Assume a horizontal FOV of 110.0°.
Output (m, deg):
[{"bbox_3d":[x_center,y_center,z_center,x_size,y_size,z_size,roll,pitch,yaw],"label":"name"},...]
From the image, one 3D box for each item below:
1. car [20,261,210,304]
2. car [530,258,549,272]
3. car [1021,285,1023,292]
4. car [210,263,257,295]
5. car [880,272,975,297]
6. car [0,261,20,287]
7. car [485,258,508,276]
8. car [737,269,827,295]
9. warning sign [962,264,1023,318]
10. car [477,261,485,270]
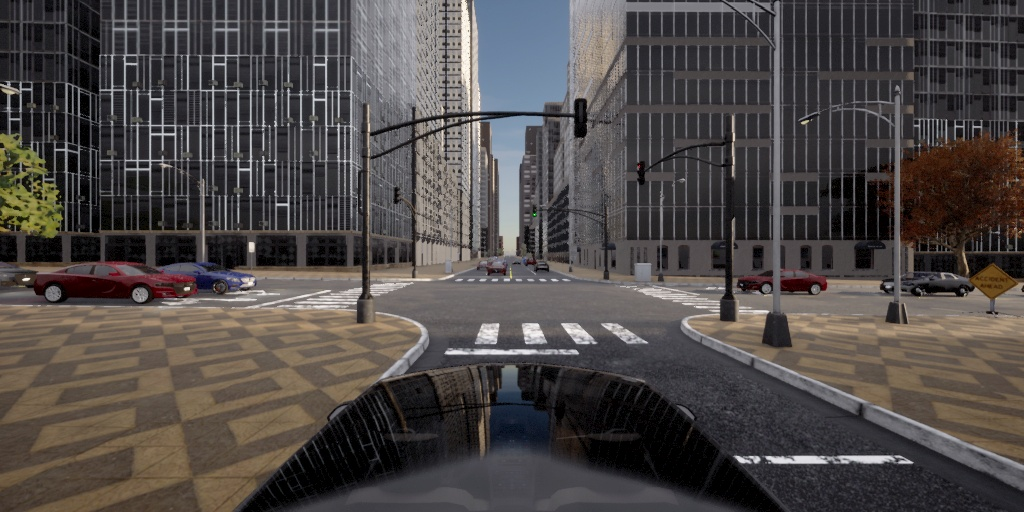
[{"bbox_3d":[-15.296,0.977,14.038,5.008,1.535,1.882,1,0,-2],"label":"car"},{"bbox_3d":[3.814,1.342,46.647,1.948,1.339,4.313,0,0,0],"label":"car"},{"bbox_3d":[36.265,1.938,23.261,4.892,1.490,1.837,1,0,-3],"label":"car"},{"bbox_3d":[-14.987,1.031,17.310,4.674,1.442,1.812,1,0,-1],"label":"car"},{"bbox_3d":[26.274,1.746,22.782,4.902,1.511,2.128,1,0,-3],"label":"car"},{"bbox_3d":[-24.913,0.887,16.826,4.181,1.385,1.994,1,0,-3],"label":"car"},{"bbox_3d":[-1.590,1.255,38.521,1.882,1.535,5.008,0,0,-1],"label":"car"},{"bbox_3d":[16.704,1.560,22.314,5.008,1.535,1.882,1,0,-3],"label":"car"},{"bbox_3d":[17.250,1.208,12.879,1.060,1.860,1.300,0,0,-3],"label":"warning sign"},{"bbox_3d":[-4.153,1.358,52.119,1.802,1.307,4.207,0,0,0],"label":"car"}]
